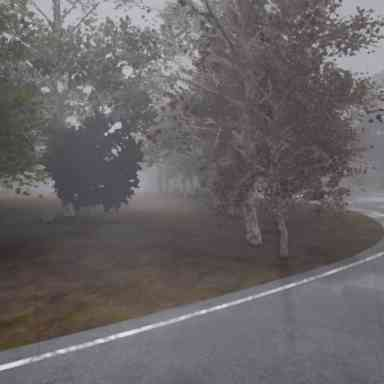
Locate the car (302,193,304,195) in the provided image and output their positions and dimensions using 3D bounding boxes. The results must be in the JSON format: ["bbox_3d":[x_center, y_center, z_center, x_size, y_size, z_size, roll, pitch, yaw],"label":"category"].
[{"bbox_3d":[15.080,-0.287,48.837,1.994,1.385,4.181,-3,2,8],"label":"car"}]
